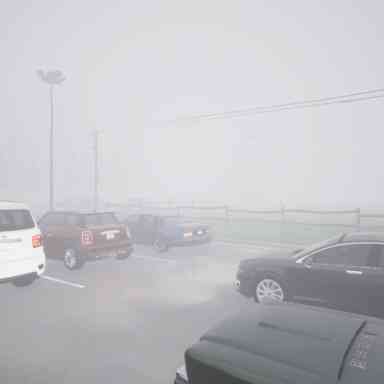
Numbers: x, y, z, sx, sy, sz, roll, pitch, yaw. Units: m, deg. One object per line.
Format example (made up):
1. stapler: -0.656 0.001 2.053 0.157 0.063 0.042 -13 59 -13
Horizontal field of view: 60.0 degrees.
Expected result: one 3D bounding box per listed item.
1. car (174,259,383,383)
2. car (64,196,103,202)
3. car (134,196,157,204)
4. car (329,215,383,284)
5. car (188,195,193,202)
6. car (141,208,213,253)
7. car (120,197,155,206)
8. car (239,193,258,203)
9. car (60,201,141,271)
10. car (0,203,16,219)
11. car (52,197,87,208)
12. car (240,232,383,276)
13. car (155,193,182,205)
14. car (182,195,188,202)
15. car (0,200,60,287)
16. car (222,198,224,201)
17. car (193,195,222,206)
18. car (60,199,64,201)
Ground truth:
1. car: 2.181 1.601 2.435 4.718 1.301 1.895 0 0 36
2. car: -14.281 1.352 44.829 2.097 1.767 4.553 0 0 36
3. car: -8.916 1.564 63.987 1.994 1.385 4.181 0 0 37
4. car: 6.222 1.478 8.154 5.008 1.535 1.882 0 0 36
5. car: 0.109 1.512 76.243 1.812 1.442 4.674 0 0 36
6. car: -1.740 1.547 13.782 5.357 1.411 2.033 0 0 36
7. car: -7.392 1.505 42.407 1.837 1.490 4.892 0 0 36
8. car: 11.775 1.212 68.479 2.150 2.045 5.566 0 0 36
9. car: -4.176 1.352 11.222 4.553 1.767 2.097 0 0 36
10. car: -17.378 1.601 27.468 1.895 1.301 4.718 0 0 31
11. car: -18.631 1.504 50.751 1.837 1.490 4.892 0 0 36
12. car: 3.156 1.505 6.038 4.892 1.490 1.837 0 0 36
13. car: -4.381 1.352 58.380 2.097 1.767 4.553 0 0 36
14. car: -3.903 1.223 64.914 2.150 2.045 5.566 0 0 37
15. car: -5.845 1.221 8.109 5.566 2.045 2.150 0 0 36
16. car: 4.882 1.533 70.910 2.033 1.411 5.357 0 0 36
17. car: 2.689 1.526 56.199 1.812 1.442 4.674 0 0 36
18. car: -17.042 1.505 46.987 1.837 1.490 4.892 0 0 36
